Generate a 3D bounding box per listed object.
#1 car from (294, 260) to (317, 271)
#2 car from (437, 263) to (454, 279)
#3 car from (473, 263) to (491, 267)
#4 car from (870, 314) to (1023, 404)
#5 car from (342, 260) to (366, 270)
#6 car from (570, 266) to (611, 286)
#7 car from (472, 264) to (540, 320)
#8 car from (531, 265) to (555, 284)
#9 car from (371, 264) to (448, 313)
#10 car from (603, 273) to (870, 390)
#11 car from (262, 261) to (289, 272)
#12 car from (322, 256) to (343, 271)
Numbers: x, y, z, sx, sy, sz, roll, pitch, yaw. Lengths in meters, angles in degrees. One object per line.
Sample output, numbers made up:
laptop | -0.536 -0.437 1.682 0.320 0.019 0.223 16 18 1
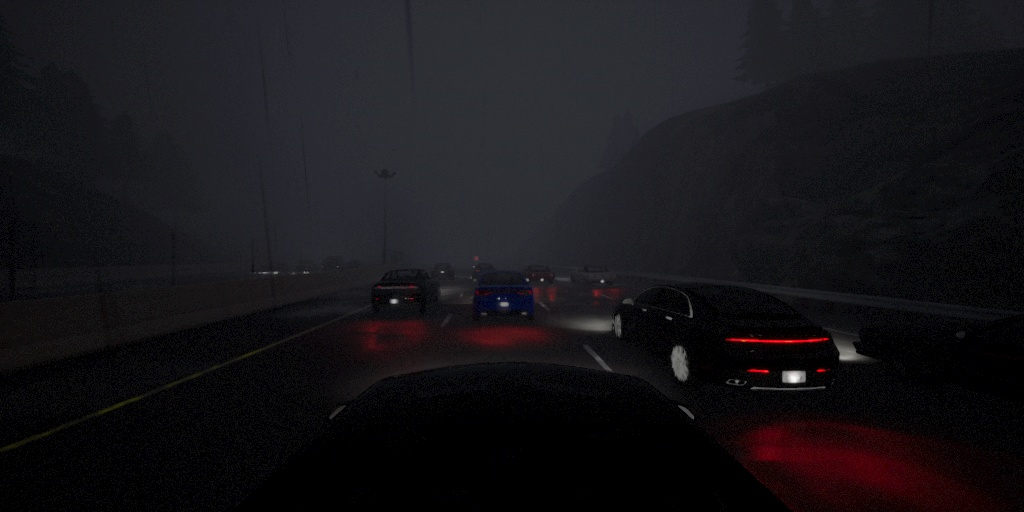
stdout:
car | -28.276 1.266 49.129 1.882 1.535 5.008 0 0 -16
car | -6.153 1.314 31.961 1.994 1.385 4.181 0 0 -10
car | -2.323 1.307 30.319 1.994 1.385 4.181 0 0 -9
car | 7.026 1.282 3.874 2.033 1.411 5.357 0 0 -1
car | -20.220 1.299 46.352 1.812 1.442 4.674 0 0 -15
car | 5.511 1.330 25.091 1.895 1.301 4.718 0 0 -7
car | -0.360 1.224 12.690 1.882 1.535 5.008 0 0 -3
car | 1.769 1.337 26.702 1.895 1.301 4.718 0 0 -8
car | -3.955 1.245 13.983 2.128 1.511 4.902 0 0 -4
car | 3.412 1.246 6.854 1.837 1.490 4.892 0 0 -2
car | -31.558 1.343 48.013 2.033 1.411 5.357 0 0 -16
car | -24.940 1.003 50.228 2.150 2.045 5.566 0 0 -16
